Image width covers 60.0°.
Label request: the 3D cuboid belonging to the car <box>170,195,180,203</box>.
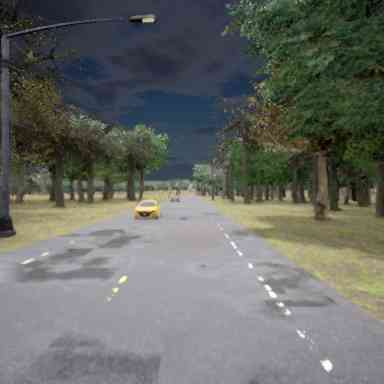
[{"bbox_3d":[-3.510,1.441,69.679,1.812,1.442,4.674,0,0,0],"label":"car"}]

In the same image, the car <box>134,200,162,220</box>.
[{"bbox_3d":[-3.599,1.424,27.802,1.882,1.535,5.008,0,0,0],"label":"car"}]
